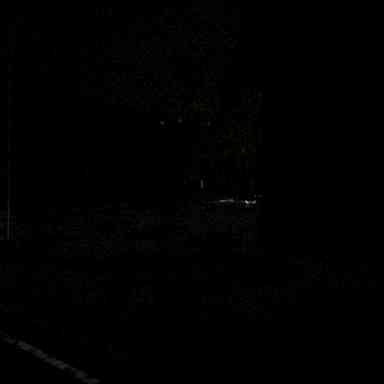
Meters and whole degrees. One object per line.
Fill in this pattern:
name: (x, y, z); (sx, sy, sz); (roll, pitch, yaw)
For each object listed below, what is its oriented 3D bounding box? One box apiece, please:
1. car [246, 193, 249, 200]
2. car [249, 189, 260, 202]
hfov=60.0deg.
car: (9.229, 0.341, 46.578); (2.128, 1.511, 4.902); (1, 2, 36)
car: (9.706, 0.503, 42.522); (2.033, 1.411, 5.357); (1, 2, 36)
